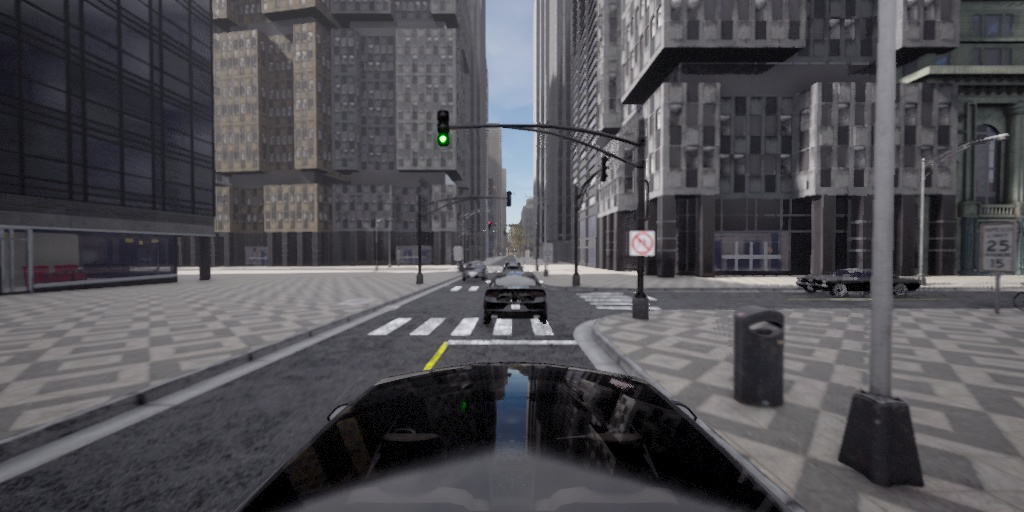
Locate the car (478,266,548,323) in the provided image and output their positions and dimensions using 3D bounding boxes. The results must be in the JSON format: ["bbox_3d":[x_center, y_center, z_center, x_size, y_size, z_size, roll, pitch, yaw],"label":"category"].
[{"bbox_3d":[0.099,1.249,12.265,1.882,1.535,5.008,0,0,0],"label":"car"}]

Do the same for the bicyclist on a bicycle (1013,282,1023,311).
[{"bbox_3d":[17.501,1.112,11.696,0.582,1.620,1.656,0,1,0],"label":"bicyclist on a bicycle"}]

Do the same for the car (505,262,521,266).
[{"bbox_3d":[0.088,1.302,33.439,1.837,1.490,4.892,0,0,0],"label":"car"}]

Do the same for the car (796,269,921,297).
[{"bbox_3d":[17.126,1.293,17.936,4.718,1.301,1.895,0,1,0],"label":"car"}]

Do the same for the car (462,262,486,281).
[{"bbox_3d":[-3.094,1.285,30.605,2.128,1.511,4.902,0,0,0],"label":"car"}]
